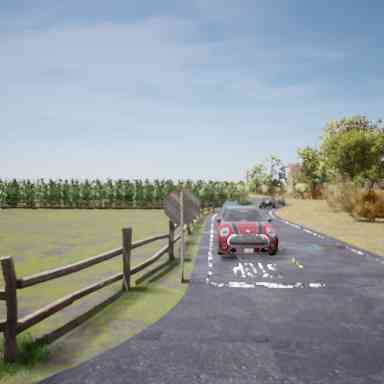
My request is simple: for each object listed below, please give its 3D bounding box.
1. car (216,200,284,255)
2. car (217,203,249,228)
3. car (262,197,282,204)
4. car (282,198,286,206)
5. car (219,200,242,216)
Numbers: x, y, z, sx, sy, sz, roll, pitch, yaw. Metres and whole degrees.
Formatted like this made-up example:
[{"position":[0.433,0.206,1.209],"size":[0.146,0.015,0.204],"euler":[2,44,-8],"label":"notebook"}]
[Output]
[{"position":[2.058,1.383,13.348],"size":[2.097,1.767,4.553],"euler":[0,0,4],"label":"car"},{"position":[2.835,1.601,23.731],"size":[2.033,1.411,5.357],"euler":[0,0,5],"label":"car"},{"position":[10.871,1.433,46.650],"size":[2.097,1.767,4.553],"euler":[0,0,22],"label":"car"},{"position":[14.757,1.616,56.115],"size":[1.812,1.442,4.674],"euler":[0,0,21],"label":"car"},{"position":[4.091,1.619,34.318],"size":[2.033,1.411,5.357],"euler":[0,0,10],"label":"car"}]
